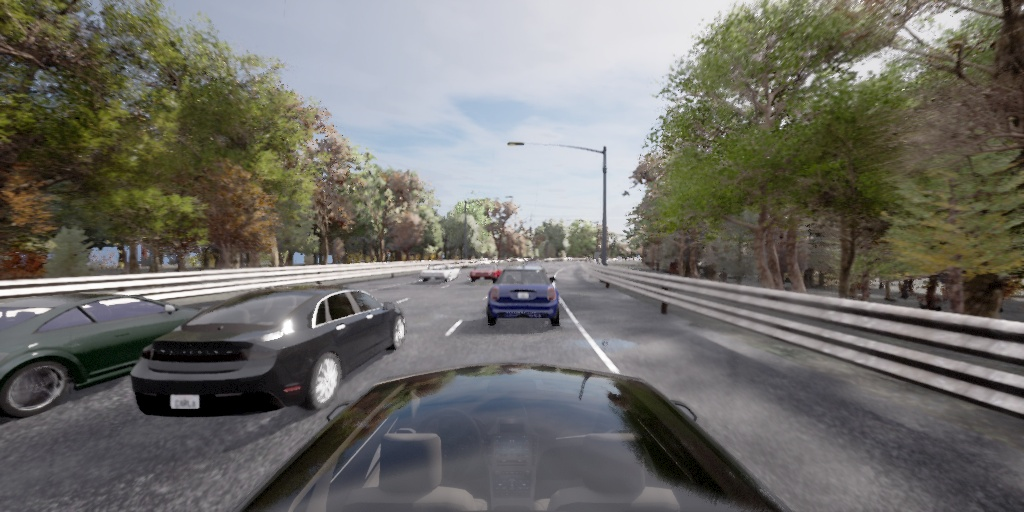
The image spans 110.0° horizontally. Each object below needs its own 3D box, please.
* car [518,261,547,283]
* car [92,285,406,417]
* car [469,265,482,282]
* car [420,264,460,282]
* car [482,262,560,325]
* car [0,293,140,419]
[{"bbox_3d":[1.772,1.231,29.234,2.128,1.511,4.902,0,0,6],"label":"car"},{"bbox_3d":[-3.300,1.244,6.087,1.837,1.490,4.892,0,0,1],"label":"car"},{"bbox_3d":[-1.911,1.323,27.908,1.895,1.301,4.718,0,0,6],"label":"car"},{"bbox_3d":[-5.436,1.306,27.843,1.895,1.301,4.718,0,0,6],"label":"car"},{"bbox_3d":[0.403,1.098,11.978,2.097,1.767,4.553,0,0,3],"label":"car"},{"bbox_3d":[-6.803,1.294,5.866,1.994,1.385,4.181,0,0,1],"label":"car"}]
